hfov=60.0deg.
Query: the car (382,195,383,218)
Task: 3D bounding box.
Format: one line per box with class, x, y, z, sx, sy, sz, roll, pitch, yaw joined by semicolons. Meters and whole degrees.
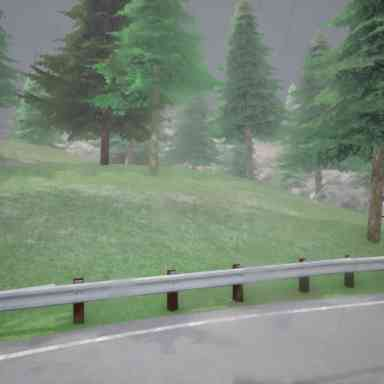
car;17.539;1.237;27.481;2.150;2.045;5.566;0;0;-15
